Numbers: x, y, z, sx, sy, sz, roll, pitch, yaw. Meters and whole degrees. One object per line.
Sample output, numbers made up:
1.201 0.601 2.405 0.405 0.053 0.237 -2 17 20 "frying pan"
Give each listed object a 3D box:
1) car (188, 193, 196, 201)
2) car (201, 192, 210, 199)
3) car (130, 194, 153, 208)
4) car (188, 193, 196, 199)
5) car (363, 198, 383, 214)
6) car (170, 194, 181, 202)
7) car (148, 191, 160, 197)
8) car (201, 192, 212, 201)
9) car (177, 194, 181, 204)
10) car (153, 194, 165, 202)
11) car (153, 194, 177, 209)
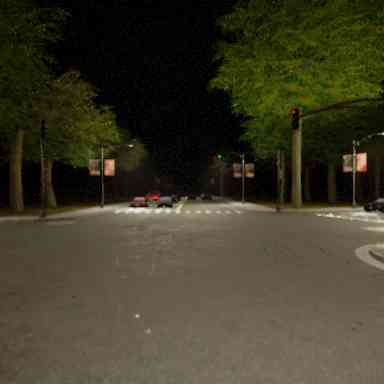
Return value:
-0.003 1.136 72.029 2.033 1.411 5.357 0 0 0 "car"
3.247 0.768 82.423 2.097 1.767 4.553 0 0 0 "car"
-6.562 1.317 42.225 1.994 1.385 4.181 0 0 0 "car"
-0.003 1.008 82.485 1.895 1.301 4.718 0 0 0 "car"
18.536 1.295 31.846 4.181 1.385 1.994 0 1 -23 "car"
-3.252 1.167 67.712 2.033 1.411 5.357 0 0 0 "car"
-6.514 0.900 56.344 2.150 2.045 5.566 0 0 0 "car"
3.247 1.136 72.030 2.033 1.411 5.357 0 0 0 "car"
-3.261 1.224 56.416 2.033 1.411 5.357 0 0 0 "car"
-6.514 1.107 66.074 1.882 1.535 5.008 0 0 0 "car"
-3.314 1.301 42.172 2.033 1.411 5.357 0 0 0 "car"
